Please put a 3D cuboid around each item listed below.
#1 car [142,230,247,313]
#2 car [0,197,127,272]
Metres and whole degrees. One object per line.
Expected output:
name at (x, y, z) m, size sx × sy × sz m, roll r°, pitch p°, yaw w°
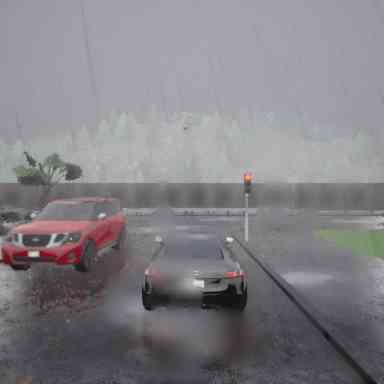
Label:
car at (0.053, 1.564, 7.771) m, size 1.994 × 1.385 × 4.181 m, roll 0°, pitch 0°, yaw 0°
car at (-3.811, 1.221, 11.166) m, size 2.150 × 2.045 × 5.566 m, roll 0°, pitch 0°, yaw 4°
